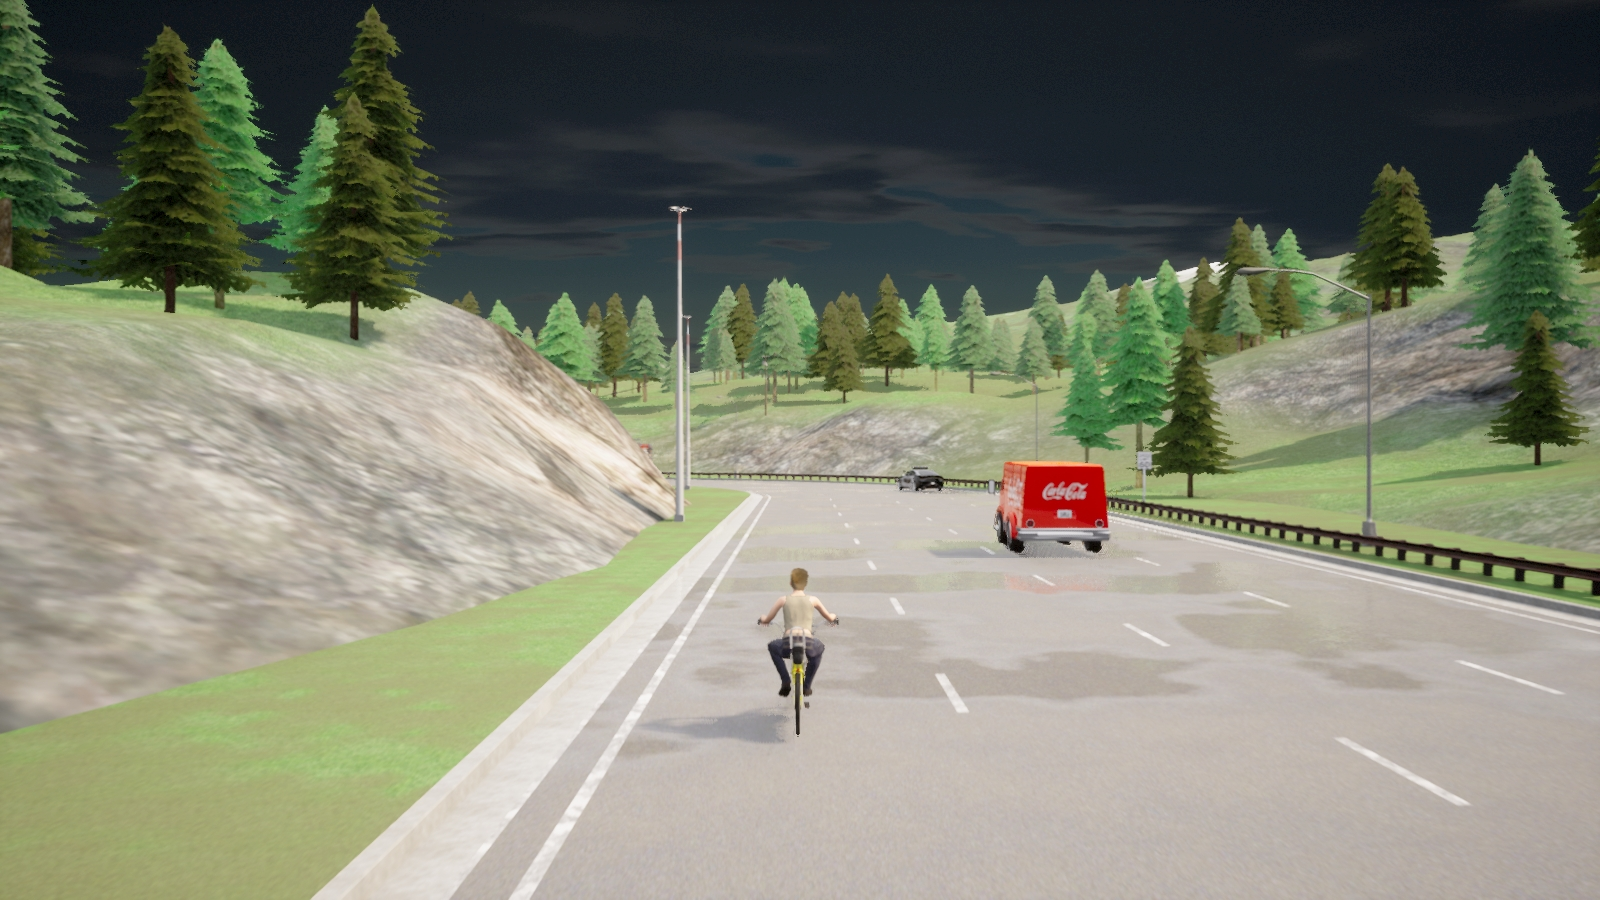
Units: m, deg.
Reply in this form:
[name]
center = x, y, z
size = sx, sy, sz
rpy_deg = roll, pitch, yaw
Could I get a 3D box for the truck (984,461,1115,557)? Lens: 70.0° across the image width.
[truck]
center = 6.994, 1.570, 32.692
size = 2.627, 2.467, 5.204
rpy_deg = 0, 0, 0

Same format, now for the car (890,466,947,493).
[car]
center = 8.034, 1.982, 77.969
size = 2.097, 1.638, 5.238
rpy_deg = 0, 0, -15

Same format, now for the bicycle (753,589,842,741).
[bicycle]
center = -0.018, 2.158, 11.710
size = 0.859, 1.276, 1.487
rpy_deg = 0, 0, 0
